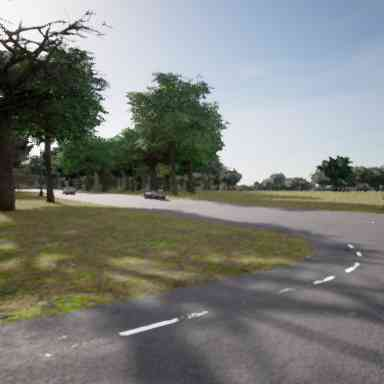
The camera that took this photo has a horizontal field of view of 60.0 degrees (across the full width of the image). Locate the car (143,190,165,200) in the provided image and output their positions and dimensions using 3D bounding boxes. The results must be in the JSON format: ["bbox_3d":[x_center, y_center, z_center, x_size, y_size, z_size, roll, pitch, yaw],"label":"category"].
[{"bbox_3d":[-5.812,0.423,50.535,1.994,1.385,4.181,-1,2,-35],"label":"car"}]

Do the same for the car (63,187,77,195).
[{"bbox_3d":[-24.813,-0.300,67.409,2.097,1.767,4.553,-1,2,-29],"label":"car"}]
